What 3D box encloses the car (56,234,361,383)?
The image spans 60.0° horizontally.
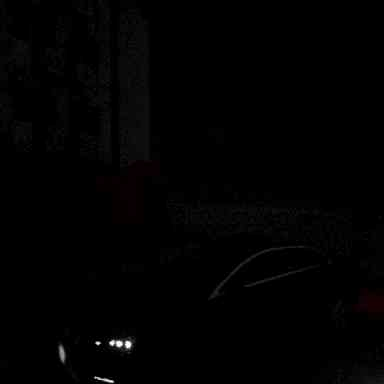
[{"bbox_3d":[0.604,1.459,5.011,4.902,1.511,2.128,-1,0,-35],"label":"car"}]
